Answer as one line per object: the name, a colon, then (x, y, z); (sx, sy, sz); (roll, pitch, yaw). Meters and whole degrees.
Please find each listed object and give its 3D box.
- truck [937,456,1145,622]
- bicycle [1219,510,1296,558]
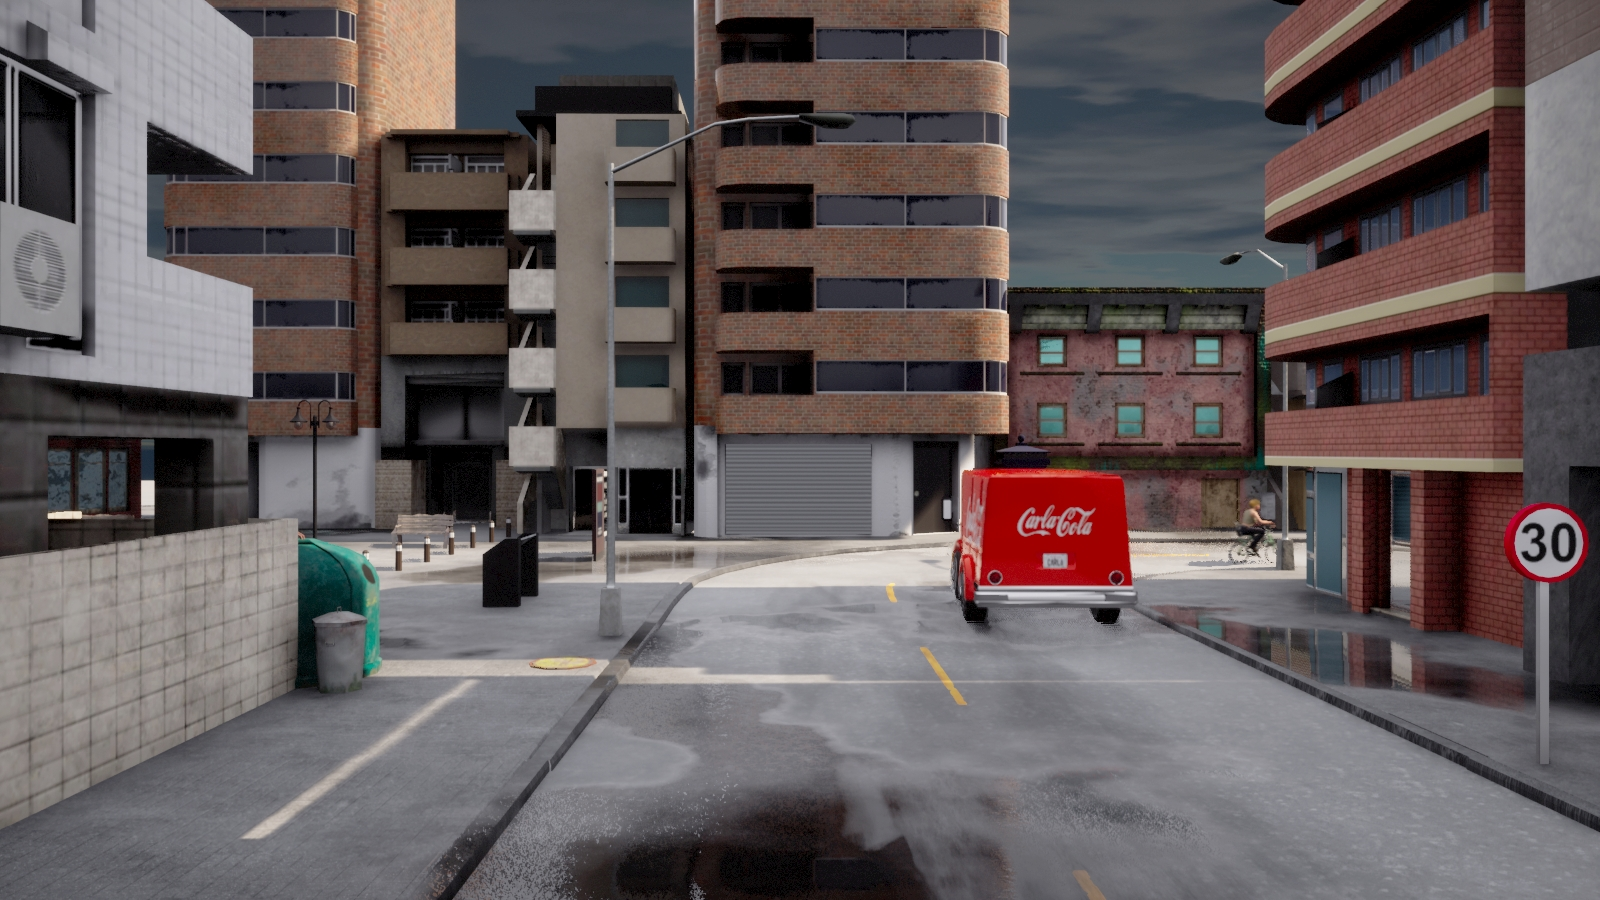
truck: (3.932, 1.356, 19.807); (2.627, 2.467, 5.204); (0, 0, 1)
bicycle: (11.204, 2.048, 28.008); (1.487, 1.080, 0.859); (0, 1, -9)
